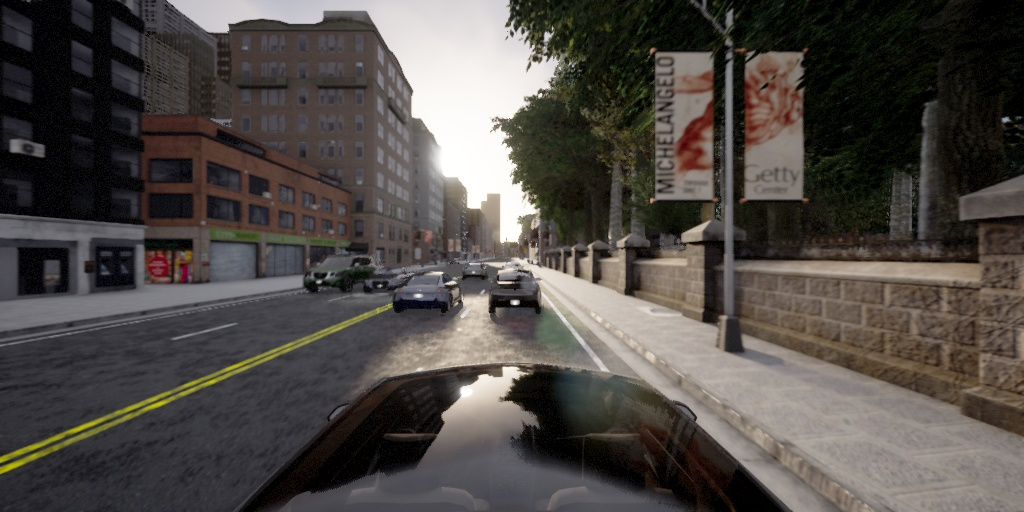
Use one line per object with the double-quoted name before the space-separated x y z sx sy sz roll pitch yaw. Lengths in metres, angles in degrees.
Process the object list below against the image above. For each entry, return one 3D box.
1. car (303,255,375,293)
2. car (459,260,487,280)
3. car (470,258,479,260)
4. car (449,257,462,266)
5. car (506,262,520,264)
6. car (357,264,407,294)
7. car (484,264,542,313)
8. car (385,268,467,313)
"car" -9.853 0.965 21.123 2.150 2.045 5.566 0 0 1
"car" -3.145 1.304 31.357 1.994 1.385 4.181 0 0 0
"car" -6.491 1.171 62.154 2.128 1.511 4.902 0 0 0
"car" -9.741 0.885 62.155 1.837 1.490 4.892 0 0 0
"car" 0.105 1.266 31.816 1.812 1.442 4.674 0 0 0
"car" -6.596 1.308 19.923 1.994 1.385 4.181 0 0 0
"car" 0.102 1.251 14.013 1.837 1.490 4.892 0 0 0
"car" -3.148 1.310 14.071 1.994 1.385 4.181 0 0 0
